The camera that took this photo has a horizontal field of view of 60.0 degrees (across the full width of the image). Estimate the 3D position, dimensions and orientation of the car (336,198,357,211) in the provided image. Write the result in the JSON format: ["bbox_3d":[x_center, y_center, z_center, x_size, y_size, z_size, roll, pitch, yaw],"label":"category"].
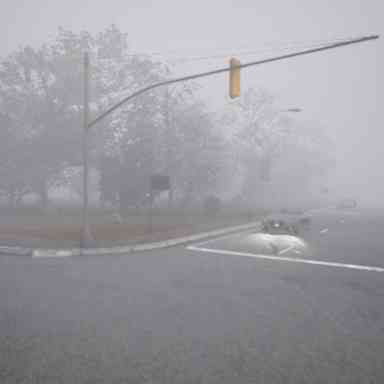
[{"bbox_3d":[18.543,1.423,39.779,2.033,1.411,5.357,0,0,32],"label":"car"}]

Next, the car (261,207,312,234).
[{"bbox_3d":[5.460,1.538,19.010,1.994,1.385,4.181,0,0,32],"label":"car"}]
